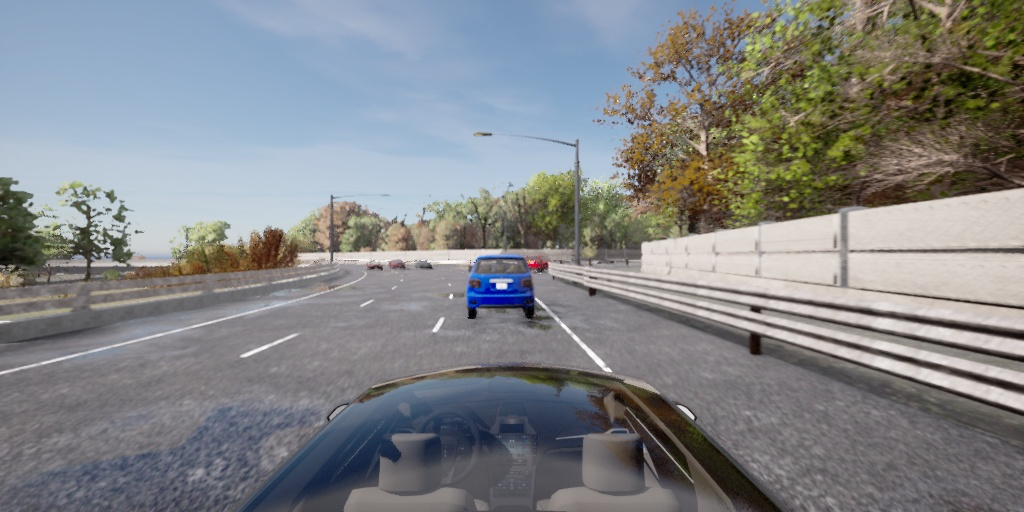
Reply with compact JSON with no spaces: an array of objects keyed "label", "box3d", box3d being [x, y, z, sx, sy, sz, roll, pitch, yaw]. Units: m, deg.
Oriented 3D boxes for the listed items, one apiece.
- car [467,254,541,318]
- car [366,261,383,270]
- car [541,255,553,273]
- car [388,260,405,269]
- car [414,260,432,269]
[{"label":"car","box3d":[-0.437,0.963,13.111,2.150,2.045,5.566,0,0,-3]},{"label":"car","box3d":[-20.233,1.392,52.554,1.895,1.301,4.718,0,0,-28]},{"label":"car","box3d":[3.457,0.919,43.741,2.150,2.045,5.566,0,0,26]},{"label":"car","box3d":[-17.838,1.304,55.395,1.812,1.442,4.674,0,0,-29]},{"label":"car","box3d":[-13.764,1.325,55.192,1.994,1.385,4.181,0,0,-27]}]
